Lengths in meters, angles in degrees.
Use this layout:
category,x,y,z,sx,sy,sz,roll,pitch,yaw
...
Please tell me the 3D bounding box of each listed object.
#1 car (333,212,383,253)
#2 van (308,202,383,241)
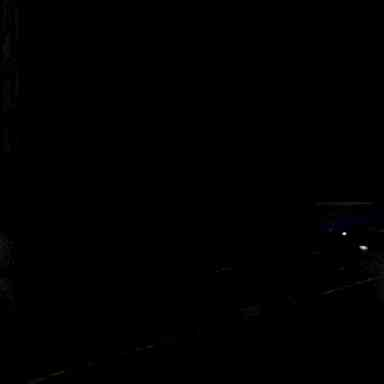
category,x,y,z,sx,sy,sz,roll,pitch,yaw
car,7.705,1.601,12.737,4.718,1.301,1.895,0,0,-36
van,7.074,1.342,15.444,3.998,1.788,1.690,0,0,-36
